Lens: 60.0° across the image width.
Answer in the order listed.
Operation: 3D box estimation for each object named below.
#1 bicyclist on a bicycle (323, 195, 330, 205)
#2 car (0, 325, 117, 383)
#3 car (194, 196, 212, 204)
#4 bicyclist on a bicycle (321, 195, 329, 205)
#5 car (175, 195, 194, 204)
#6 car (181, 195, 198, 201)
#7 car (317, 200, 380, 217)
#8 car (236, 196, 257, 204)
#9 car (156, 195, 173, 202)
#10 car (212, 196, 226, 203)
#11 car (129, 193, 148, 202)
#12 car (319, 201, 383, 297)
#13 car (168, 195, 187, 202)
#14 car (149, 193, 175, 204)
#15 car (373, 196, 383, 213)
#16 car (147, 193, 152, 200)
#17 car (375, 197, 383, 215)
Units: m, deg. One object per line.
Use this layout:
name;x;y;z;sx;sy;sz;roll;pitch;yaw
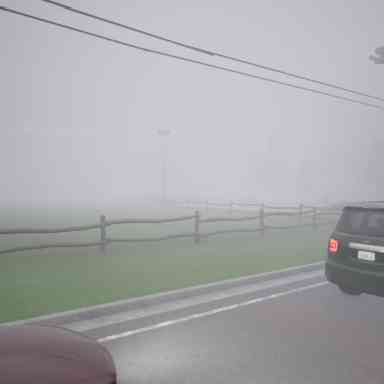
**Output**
bicyclist on a bicycle;22.154;1.305;54.462;1.656;1.620;0.582;0;0;-44
car;-2.728;1.526;1.878;4.674;1.442;1.812;0;0;-34
car;1.141;1.494;66.108;2.128;1.511;4.902;0;0;-34
bicyclist on a bicycle;22.018;1.305;55.009;0.582;1.620;1.656;0;0;43
car;-2.195;1.506;64.794;1.837;1.490;4.892;0;0;-34
car;-0.662;1.527;81.138;1.812;1.442;4.674;0;0;-34
car;15.218;1.549;32.671;2.033;1.411;5.357;0;0;-34
car;10.550;1.507;64.659;1.837;1.490;4.892;0;0;-34
car;-6.490;1.526;77.259;1.812;1.442;4.674;0;0;-34
car;4.793;1.505;66.948;1.837;1.490;4.892;0;0;-34
car;-12.246;1.526;73.278;2.128;1.511;4.902;0;0;-34
car;5.310;1.222;7.391;5.566;2.045;2.150;0;0;-34
car;-3.575;1.542;79.198;2.033;1.411;5.357;0;0;-34
car;-5.813;1.506;63.901;1.837;1.490;4.892;0;0;-34
car;21.982;1.354;35.154;2.097;1.767;4.553;0;0;-34
car;-9.464;1.227;75.412;2.150;2.045;5.566;0;0;-34
car;20.226;1.354;31.495;2.097;1.767;4.553;0;0;-34
